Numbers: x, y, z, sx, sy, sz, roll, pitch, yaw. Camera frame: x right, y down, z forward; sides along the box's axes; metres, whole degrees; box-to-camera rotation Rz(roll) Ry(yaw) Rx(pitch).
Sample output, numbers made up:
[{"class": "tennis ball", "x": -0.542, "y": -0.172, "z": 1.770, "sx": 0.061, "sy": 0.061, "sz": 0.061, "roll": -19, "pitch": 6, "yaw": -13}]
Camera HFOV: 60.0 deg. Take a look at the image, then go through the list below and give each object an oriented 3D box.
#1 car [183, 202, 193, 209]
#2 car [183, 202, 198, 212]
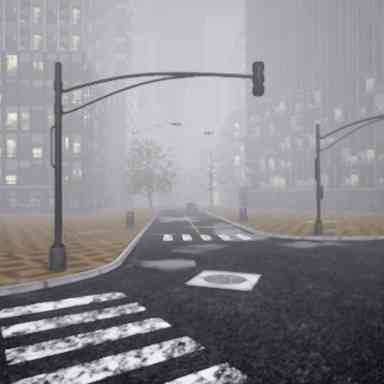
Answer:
[{"class": "car", "x": -0.916, "y": 2.721, "z": 67.291, "sx": 1.812, "sy": 1.442, "sz": 4.674, "roll": 0, "pitch": -1, "yaw": -4}, {"class": "car", "x": -0.039, "y": 2.466, "z": 54.871, "sx": 1.837, "sy": 1.490, "sz": 4.892, "roll": 0, "pitch": -1, "yaw": -4}]
